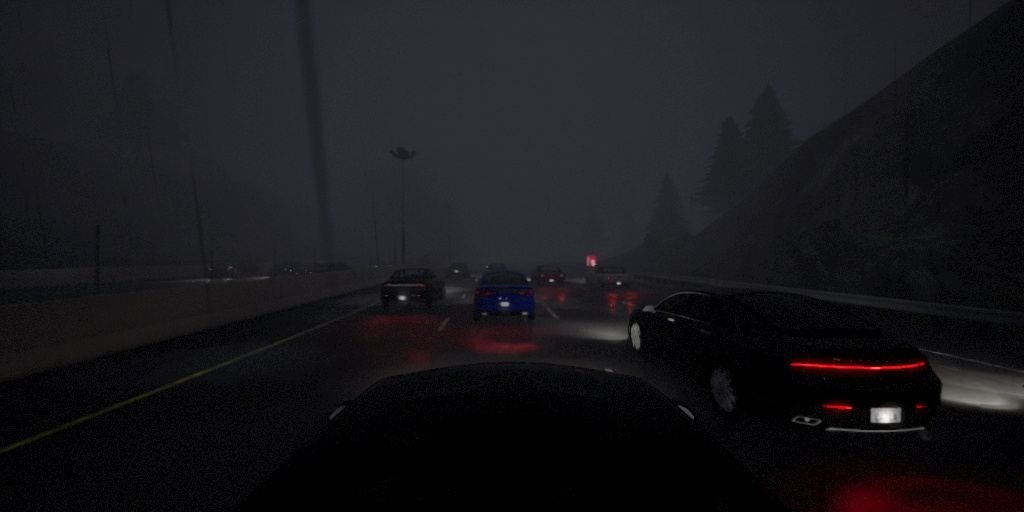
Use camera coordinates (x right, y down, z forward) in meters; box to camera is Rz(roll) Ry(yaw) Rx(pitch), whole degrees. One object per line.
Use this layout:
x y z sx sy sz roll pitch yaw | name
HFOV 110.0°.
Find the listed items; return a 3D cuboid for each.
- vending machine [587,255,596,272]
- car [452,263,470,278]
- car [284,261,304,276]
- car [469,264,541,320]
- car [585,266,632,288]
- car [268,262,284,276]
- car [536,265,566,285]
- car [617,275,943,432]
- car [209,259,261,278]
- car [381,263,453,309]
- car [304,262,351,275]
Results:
9.897 0.881 44.437 1.100 2.100 0.880 0 0 -3 | vending machine
-4.897 1.292 33.078 1.994 1.385 4.181 0 0 -3 | car
-19.168 1.283 34.089 1.812 1.442 4.674 0 0 -3 | car
-0.307 1.217 12.674 1.882 1.535 5.008 0 0 -3 | car
6.162 1.316 23.284 1.895 1.301 4.718 0 0 -3 | car
-22.822 1.269 36.829 1.837 1.490 4.892 0 0 -3 | car
2.514 1.321 25.880 1.895 1.301 4.718 0 0 -3 | car
3.448 1.243 5.785 1.837 1.490 4.892 0 0 -1 | car
-26.172 1.124 33.997 2.097 1.767 4.553 0 0 -3 | car
-3.916 1.236 14.857 2.128 1.511 4.902 0 0 -3 | car
-15.484 1.258 30.833 1.837 1.490 4.892 0 0 -3 | car
